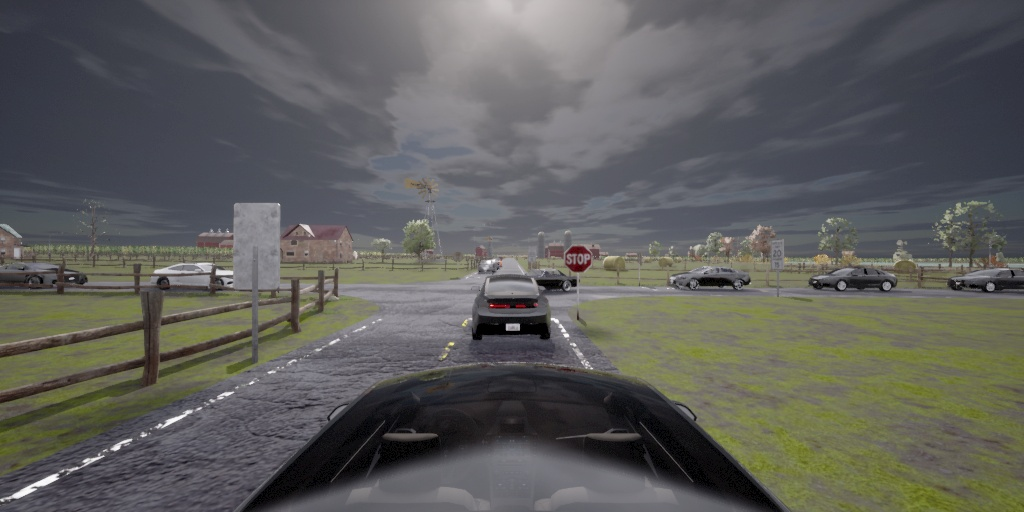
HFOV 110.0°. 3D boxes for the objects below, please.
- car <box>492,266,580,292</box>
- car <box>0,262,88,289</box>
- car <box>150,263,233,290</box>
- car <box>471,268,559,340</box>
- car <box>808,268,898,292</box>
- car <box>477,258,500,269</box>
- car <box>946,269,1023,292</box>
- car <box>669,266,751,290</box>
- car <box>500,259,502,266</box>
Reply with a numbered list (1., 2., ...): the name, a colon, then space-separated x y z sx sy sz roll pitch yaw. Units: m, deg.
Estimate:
1. car: 1.491 1.369 20.039 4.718 1.301 1.895 1 0 -35
2. car: -26.372 1.048 19.813 4.181 1.385 1.994 1 -1 -1
3. car: -17.252 1.104 19.939 4.674 1.442 1.812 1 -1 -1
4. car: -0.078 1.256 9.992 1.837 1.490 4.892 0 0 -2
5. car: 22.189 1.499 23.449 4.892 1.490 1.837 1 -1 -1
6. car: -2.881 1.242 41.560 2.128 1.511 4.902 0 0 0
7. car: 31.692 1.587 23.575 4.892 1.490 1.837 1 -1 -1
8. car: 12.788 1.397 23.273 4.902 1.511 2.128 1 -1 -2
9. car: -2.857 1.242 54.187 2.128 1.511 4.902 0 0 0
